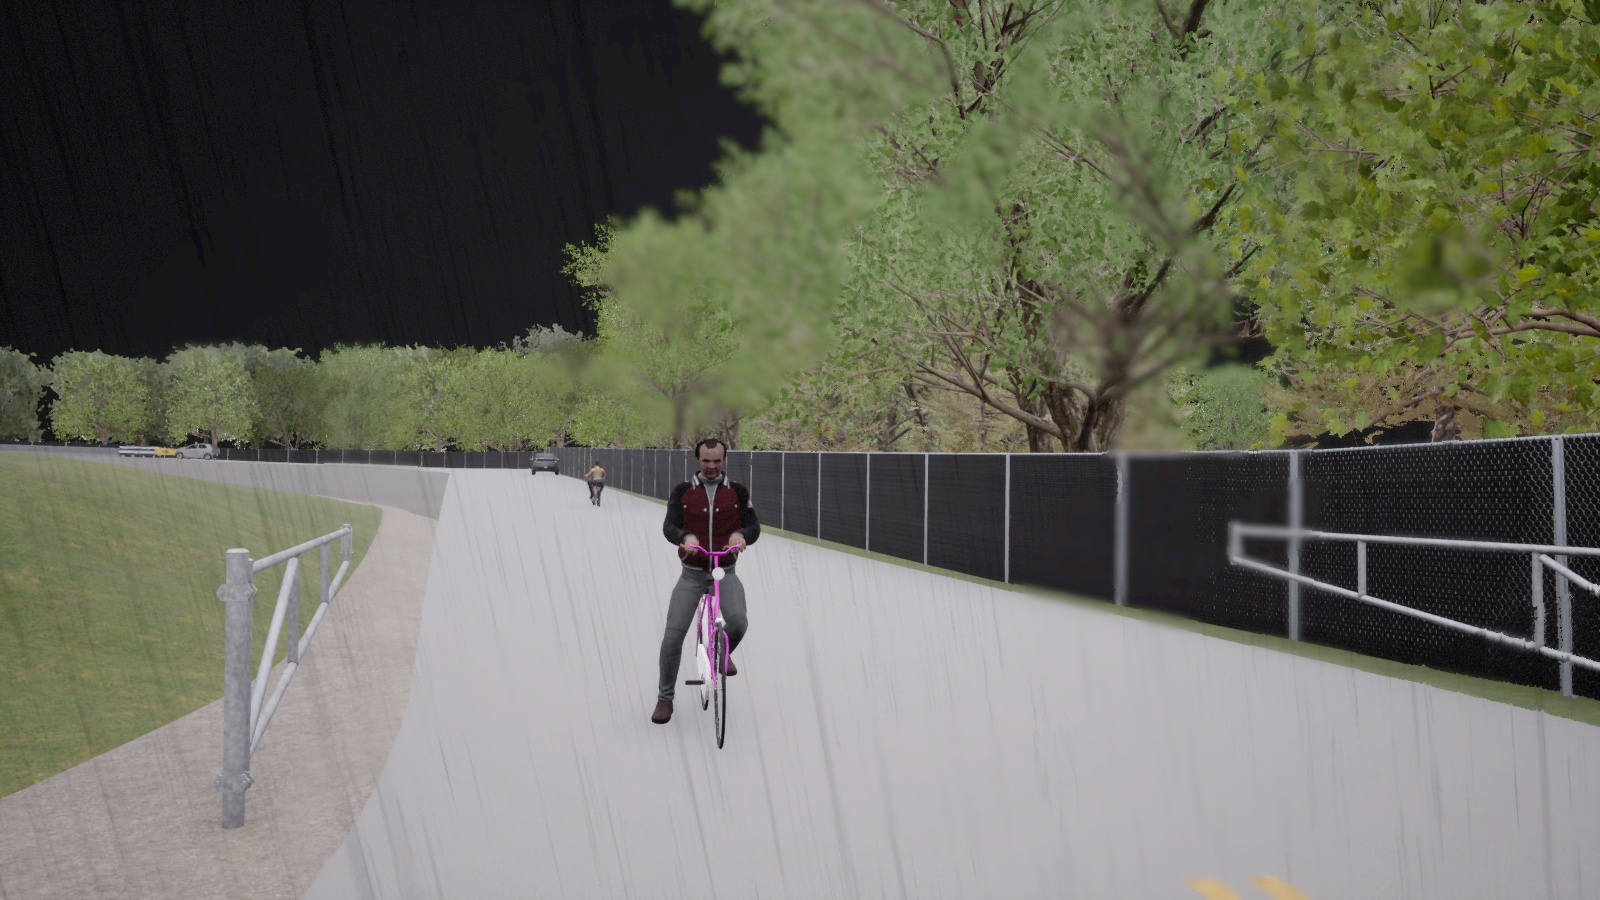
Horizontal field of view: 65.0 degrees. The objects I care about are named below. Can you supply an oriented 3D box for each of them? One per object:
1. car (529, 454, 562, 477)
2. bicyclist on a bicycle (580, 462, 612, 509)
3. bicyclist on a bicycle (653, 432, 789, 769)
[{"bbox_3d":[-17.807,1.063,87.643,2.128,1.511,4.902,0,0,-13],"label":"car"},{"bbox_3d":[-7.171,1.236,44.131,0.866,1.612,1.509,0,0,-20],"label":"bicyclist on a bicycle"},{"bbox_3d":[-0.524,0.813,7.594,0.659,1.776,1.843,0,-1,-9],"label":"bicyclist on a bicycle"}]
